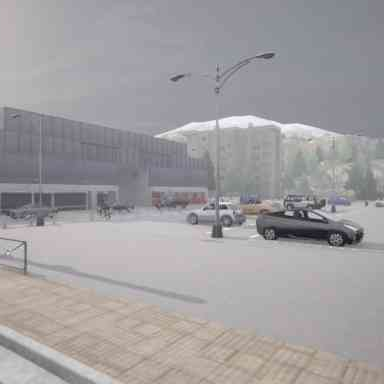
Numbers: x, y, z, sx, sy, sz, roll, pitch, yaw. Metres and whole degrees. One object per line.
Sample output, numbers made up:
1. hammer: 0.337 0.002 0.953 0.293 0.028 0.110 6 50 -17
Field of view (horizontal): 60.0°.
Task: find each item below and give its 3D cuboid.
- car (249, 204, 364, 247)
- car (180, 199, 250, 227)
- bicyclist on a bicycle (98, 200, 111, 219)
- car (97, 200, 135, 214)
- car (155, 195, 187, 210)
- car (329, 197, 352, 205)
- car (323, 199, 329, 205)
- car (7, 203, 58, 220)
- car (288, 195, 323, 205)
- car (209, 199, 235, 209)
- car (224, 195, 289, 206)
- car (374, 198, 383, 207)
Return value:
1. car: 5.143 1.490 14.850 4.514 1.523 2.007 0 0 35
2. car: 1.518 1.424 21.918 3.806 1.475 1.970 0 0 35
3. bicyclist on a bicycle: -7.316 1.477 27.796 1.656 1.620 0.582 0 0 35
4. car: -8.805 1.668 38.616 2.128 1.511 4.902 0 0 35
5. car: -2.776 1.398 47.067 2.150 2.045 5.566 0 0 36
6. car: 24.601 1.565 55.445 3.633 1.501 1.845 0 0 35
7. car: 13.727 1.289 40.375 4.605 1.855 1.932 0 0 35
8. car: -14.562 1.740 30.518 1.994 1.385 4.181 0 0 35
9. car: 12.380 1.268 37.767 3.866 1.878 1.905 0 0 35
10. car: 4.647 1.777 51.173 1.895 1.301 4.718 0 0 35
11. car: 4.971 1.345 27.337 5.027 1.636 2.152 0 0 35
12. car: 28.925 1.576 48.718 3.806 1.475 1.970 0 0 35
